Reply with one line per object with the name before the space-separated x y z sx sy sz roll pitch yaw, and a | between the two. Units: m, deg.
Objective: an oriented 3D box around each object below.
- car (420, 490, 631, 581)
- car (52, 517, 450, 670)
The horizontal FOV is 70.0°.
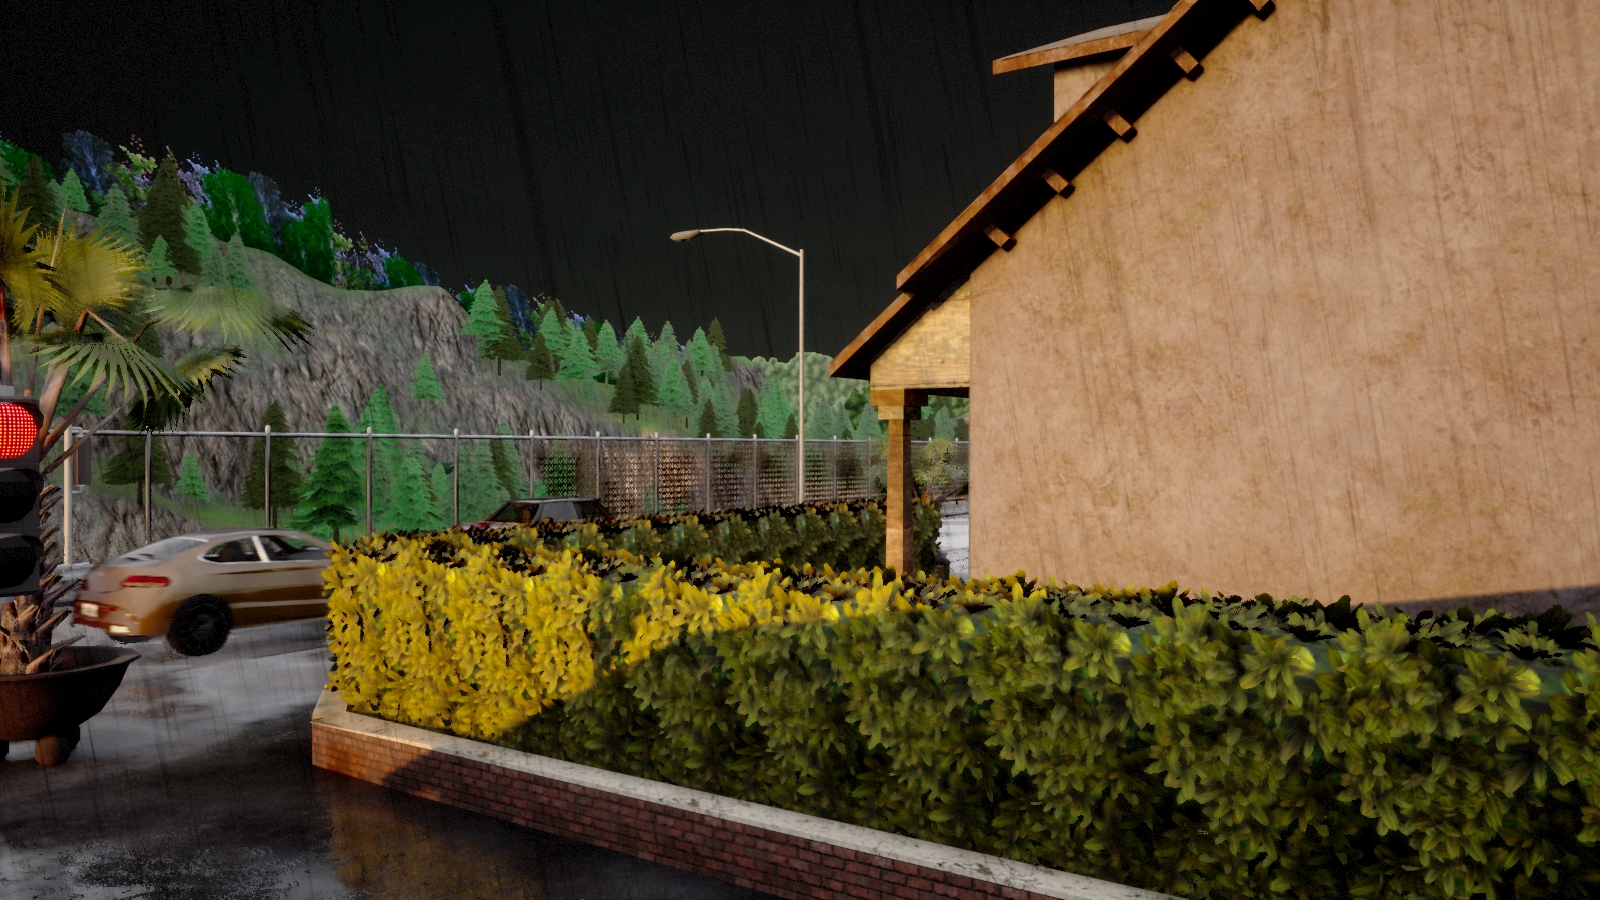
car | -6.312 1.906 26.765 2.097 1.767 4.553 0 0 35
car | -8.058 1.992 17.304 2.152 1.651 5.027 0 0 35
